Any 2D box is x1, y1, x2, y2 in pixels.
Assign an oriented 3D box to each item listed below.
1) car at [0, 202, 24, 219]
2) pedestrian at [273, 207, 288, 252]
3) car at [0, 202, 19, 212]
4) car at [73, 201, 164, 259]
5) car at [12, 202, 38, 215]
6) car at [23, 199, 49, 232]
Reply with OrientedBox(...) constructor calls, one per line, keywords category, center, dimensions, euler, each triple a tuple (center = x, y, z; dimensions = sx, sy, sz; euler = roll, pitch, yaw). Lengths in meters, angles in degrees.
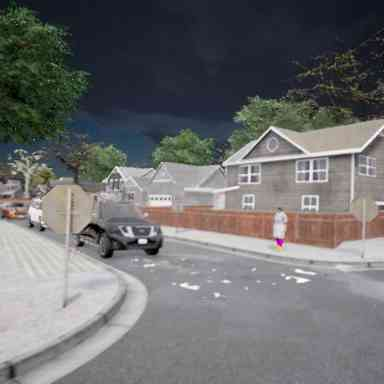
OrientedBox(category="car", center=(-17.850, 1.827, 33.991), dimensions=(2.097, 1.767, 4.553), euler=(3, -2, -37))
OrientedBox(category="pedestrian", center=(3.718, 1.541, 14.063), dimensions=(0.375, 1.860, 0.375), euler=(2, -1, -35))
OrientedBox(category="car", center=(-29.071, 2.300, 52.674), dimensions=(1.812, 1.442, 4.674), euler=(3, -3, -40))
OrientedBox(category="car", center=(-3.272, 1.408, 13.847), dimensions=(2.150, 2.045, 5.566), euler=(3, -3, -35))
OrientedBox(category="car", center=(-22.547, 2.193, 44.727), dimensions=(2.128, 1.511, 4.902), euler=(3, -3, -39))
OrientedBox(category="car", center=(-9.769, 1.548, 23.063), dimensions=(2.150, 2.045, 5.566), euler=(3, -2, -36))
